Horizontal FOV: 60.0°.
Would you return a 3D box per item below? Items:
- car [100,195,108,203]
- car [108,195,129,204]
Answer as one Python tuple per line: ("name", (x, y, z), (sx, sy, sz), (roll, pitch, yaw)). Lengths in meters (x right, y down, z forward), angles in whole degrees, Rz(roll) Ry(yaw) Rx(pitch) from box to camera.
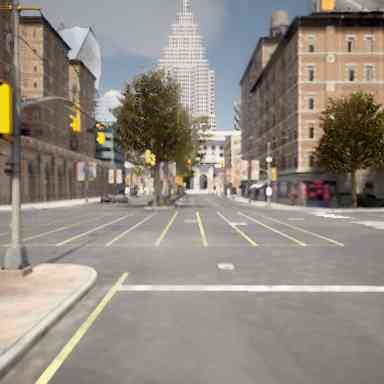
("car", (-14.746, 1.150, 58.661), (1.895, 1.301, 4.718), (0, 0, 0))
("car", (-11.497, 1.141, 53.592), (2.033, 1.411, 5.357), (0, 0, 0))
